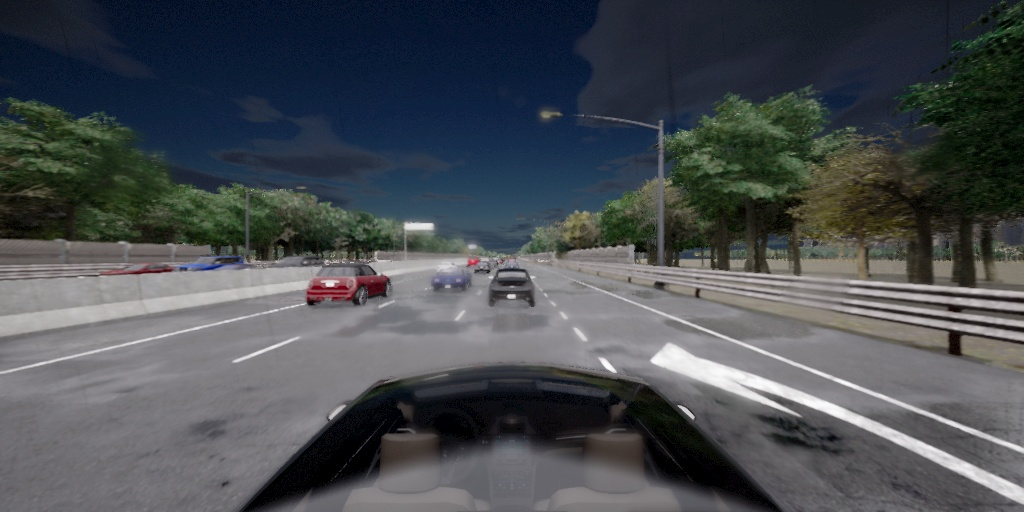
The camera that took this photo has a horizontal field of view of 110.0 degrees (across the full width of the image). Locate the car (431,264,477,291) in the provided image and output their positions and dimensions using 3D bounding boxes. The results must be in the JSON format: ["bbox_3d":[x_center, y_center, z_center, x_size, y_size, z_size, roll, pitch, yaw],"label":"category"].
[{"bbox_3d":[-3.506,1.382,21.902,1.895,1.301,4.718,0,0,0],"label":"car"}]

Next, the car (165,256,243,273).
[{"bbox_3d":[-24.596,1.016,29.484,2.150,2.045,5.566,0,0,0],"label":"car"}]

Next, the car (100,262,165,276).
[{"bbox_3d":[-28.095,1.268,27.328,1.882,1.535,5.008,0,0,0],"label":"car"}]

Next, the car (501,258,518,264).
[{"bbox_3d":[-0.014,1.372,45.645,2.033,1.411,5.357,0,0,0],"label":"car"}]

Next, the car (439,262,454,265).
[{"bbox_3d":[-7.011,1.337,38.899,1.812,1.442,4.674,0,0,0],"label":"car"}]

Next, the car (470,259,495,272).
[{"bbox_3d":[-3.512,1.369,43.970,2.033,1.411,5.357,0,0,0],"label":"car"}]

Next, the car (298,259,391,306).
[{"bbox_3d":[-7.002,1.123,15.913,2.097,1.767,4.553,0,0,0],"label":"car"}]

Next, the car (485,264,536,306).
[{"bbox_3d":[-0.001,1.278,15.922,1.837,1.490,4.892,0,0,0],"label":"car"}]

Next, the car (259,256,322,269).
[{"bbox_3d":[-17.597,1.016,29.490,2.150,2.045,5.566,0,0,0],"label":"car"}]

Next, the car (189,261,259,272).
[{"bbox_3d":[-21.101,1.338,27.406,2.033,1.411,5.357,0,0,0],"label":"car"}]
